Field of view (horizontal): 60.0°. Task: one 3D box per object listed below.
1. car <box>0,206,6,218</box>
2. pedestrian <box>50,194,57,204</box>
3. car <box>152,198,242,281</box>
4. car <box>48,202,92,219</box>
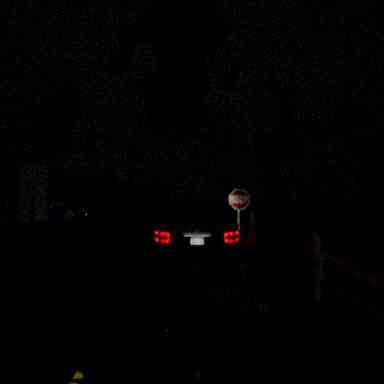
[{"bbox_3d":[-15.603,1.169,23.063,5.008,1.535,1.882,1,0,0],"label":"car"},{"bbox_3d":[-12.168,1.082,29.049,0.375,1.860,0.375,0,-1,0],"label":"pedestrian"},{"bbox_3d":[0.092,1.198,9.930,2.150,2.045,5.566,0,-1,0],"label":"car"},{"bbox_3d":[-10.387,1.405,25.988,4.718,1.301,1.895,1,0,8],"label":"car"}]
